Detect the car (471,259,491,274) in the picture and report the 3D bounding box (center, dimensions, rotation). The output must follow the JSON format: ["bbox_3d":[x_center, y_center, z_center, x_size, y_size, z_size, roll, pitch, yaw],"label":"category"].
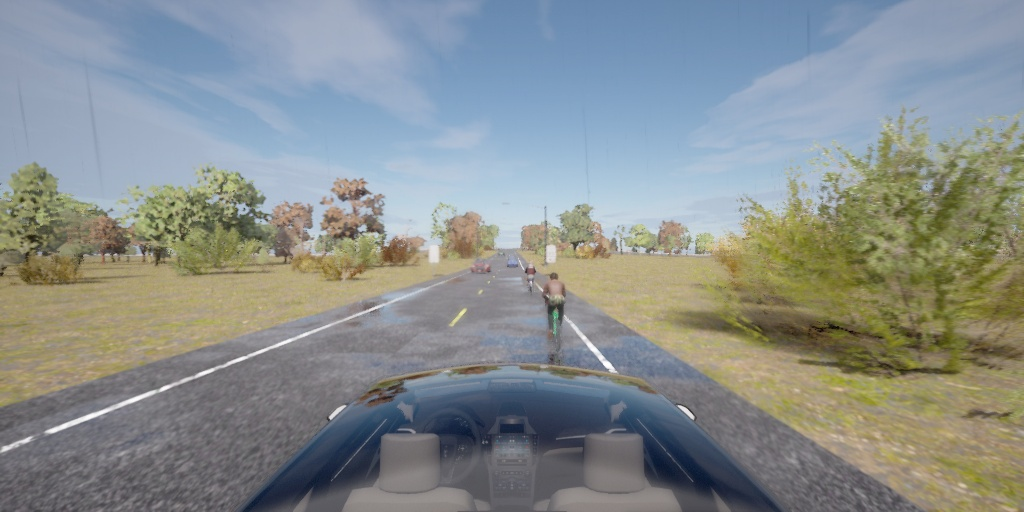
[{"bbox_3d":[-3.590,1.104,42.086,2.097,1.767,4.553,0,0,0],"label":"car"}]

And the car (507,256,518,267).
[{"bbox_3d":[0.108,1.087,62.234,2.033,1.411,5.357,0,1,0],"label":"car"}]

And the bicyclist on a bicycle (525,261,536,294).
[{"bbox_3d":[0.965,1.121,18.683,0.659,1.776,1.843,0,0,0],"label":"bicyclist on a bicycle"}]

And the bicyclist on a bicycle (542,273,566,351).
[{"bbox_3d":[0.964,1.203,8.042,0.582,1.620,1.656,0,0,0],"label":"bicyclist on a bicycle"}]
